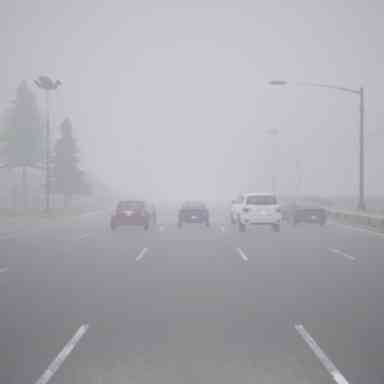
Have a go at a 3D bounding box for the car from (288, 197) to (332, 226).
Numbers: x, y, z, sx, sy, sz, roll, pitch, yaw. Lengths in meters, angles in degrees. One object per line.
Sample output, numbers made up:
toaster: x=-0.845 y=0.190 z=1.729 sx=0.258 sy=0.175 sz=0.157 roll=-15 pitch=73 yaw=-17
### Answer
car: x=7.104 y=1.317 z=21.898 sx=1.882 sy=1.535 sz=5.008 roll=0 pitch=0 yaw=0

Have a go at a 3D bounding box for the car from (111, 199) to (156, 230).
car: x=-3.396 y=1.205 z=20.024 sx=2.097 sy=1.767 sz=4.553 roll=0 pitch=0 yaw=0

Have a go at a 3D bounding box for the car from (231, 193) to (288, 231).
car: x=3.603 y=1.078 z=19.506 sx=2.150 sy=2.045 sz=5.566 roll=0 pitch=0 yaw=0

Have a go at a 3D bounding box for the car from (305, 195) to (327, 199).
car: x=15.098 y=1.168 z=42.301 sx=1.882 sy=1.535 sz=5.008 roll=0 pitch=0 yaw=-43

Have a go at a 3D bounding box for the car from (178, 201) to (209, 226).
car: x=0.103 y=1.317 z=21.907 sx=1.882 sy=1.535 sz=5.008 roll=0 pitch=0 yaw=0
